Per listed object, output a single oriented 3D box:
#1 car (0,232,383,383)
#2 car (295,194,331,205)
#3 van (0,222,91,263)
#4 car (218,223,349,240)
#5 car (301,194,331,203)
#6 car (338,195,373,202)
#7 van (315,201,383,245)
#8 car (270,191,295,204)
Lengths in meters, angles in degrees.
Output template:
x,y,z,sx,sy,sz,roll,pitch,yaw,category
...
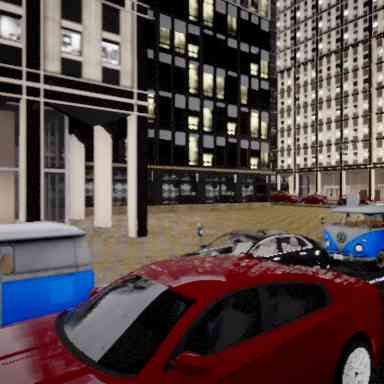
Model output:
x,y,z,sx,sy,sz,roll,pitch,yaw,category
0.001,1.478,3.377,5.008,1.535,1.882,0,0,-36,car
16.287,1.115,43.987,1.802,1.307,4.206,1,0,-36,car
-3.273,1.341,4.226,3.998,1.788,1.690,0,0,-35,van
1.327,1.552,7.505,4.403,1.369,2.008,0,0,-35,car
19.817,0.998,53.449,1.802,1.307,4.206,1,0,-36,car
19.538,1.081,39.455,1.967,1.590,4.097,1,0,-36,car
5.926,1.343,10.785,3.998,1.788,1.690,0,0,-35,van
13.048,0.741,48.517,2.192,1.841,5.009,1,0,-36,car
